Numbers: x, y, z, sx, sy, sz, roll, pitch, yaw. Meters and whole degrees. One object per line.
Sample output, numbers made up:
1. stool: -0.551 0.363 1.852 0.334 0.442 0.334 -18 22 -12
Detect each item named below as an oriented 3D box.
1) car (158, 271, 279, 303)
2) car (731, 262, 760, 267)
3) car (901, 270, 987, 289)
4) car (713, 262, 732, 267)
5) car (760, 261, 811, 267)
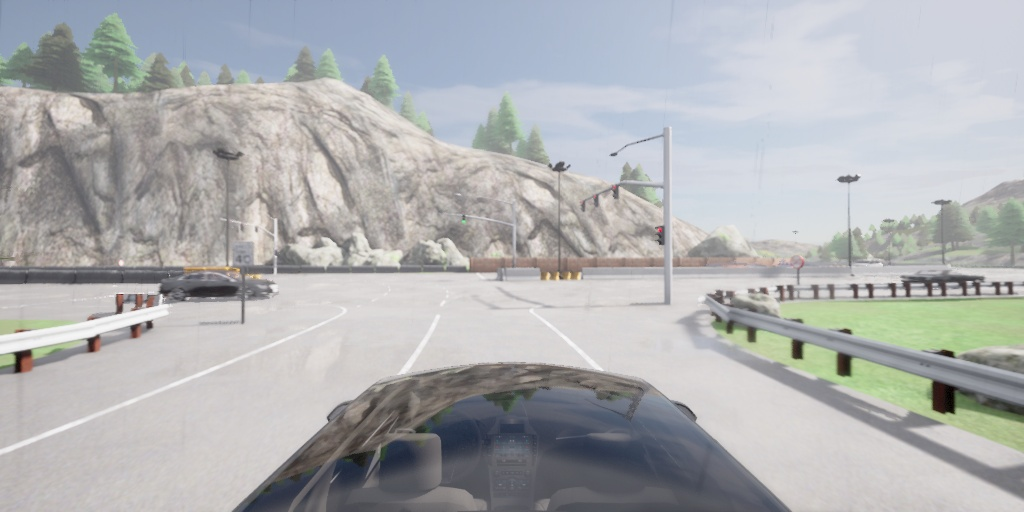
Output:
1. car: -14.548 1.500 17.990 4.902 1.511 2.128 0 -1 -9
2. car: 34.149 1.830 50.716 4.674 1.442 1.812 0 -1 -11
3. car: 30.139 1.598 25.047 4.718 1.301 1.895 0 -1 -9
4. car: 33.563 1.698 54.177 4.553 1.767 2.097 0 -1 -11
5. car: 36.296 1.755 47.609 4.902 1.511 2.128 0 -1 -12
